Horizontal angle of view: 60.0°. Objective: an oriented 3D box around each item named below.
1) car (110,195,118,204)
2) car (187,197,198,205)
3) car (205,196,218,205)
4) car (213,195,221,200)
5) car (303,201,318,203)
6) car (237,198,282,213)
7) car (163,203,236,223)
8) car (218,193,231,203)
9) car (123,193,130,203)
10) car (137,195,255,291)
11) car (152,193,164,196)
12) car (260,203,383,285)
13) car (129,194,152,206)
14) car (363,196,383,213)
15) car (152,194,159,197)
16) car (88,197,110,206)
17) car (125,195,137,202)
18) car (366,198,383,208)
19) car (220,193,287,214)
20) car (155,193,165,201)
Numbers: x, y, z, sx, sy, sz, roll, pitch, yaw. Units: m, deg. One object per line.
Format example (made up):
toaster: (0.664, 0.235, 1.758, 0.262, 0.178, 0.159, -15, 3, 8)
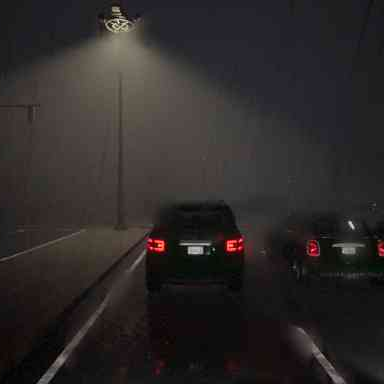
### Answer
car: (-15.108, 1.601, 62.040, 1.895, 1.301, 4.718, 0, 0, 0)
car: (0.043, 1.601, 58.067, 1.895, 1.301, 4.718, 0, 0, 0)
car: (3.548, 1.547, 60.334, 2.033, 1.411, 5.357, 0, 0, 0)
car: (7.164, 1.552, 95.117, 1.994, 1.385, 4.181, 0, 0, 1)
car: (11.389, 1.601, 33.173, 4.718, 1.301, 1.895, 0, 0, 7)
car: (7.843, 1.507, 38.766, 1.837, 1.490, 4.892, -6, 4, -44)
car: (0.510, 1.547, 25.123, 5.357, 1.411, 2.033, 0, 0, -4)
car: (6.950, 1.225, 71.236, 2.150, 2.045, 5.566, 0, 0, 0)
car: (-15.062, 1.225, 71.936, 2.150, 2.045, 5.566, 0, 0, 0)
car: (0.072, 1.221, 9.116, 2.150, 2.045, 5.566, 0, 0, 0)
car: (-8.063, 1.225, 73.498, 2.150, 2.045, 5.566, 0, 0, 0)
car: (3.571, 1.352, 9.684, 2.097, 1.767, 4.553, 0, 0, 0)
car: (-8.138, 1.491, 53.230, 2.128, 1.511, 4.902, 0, 0, 0)
car: (21.332, 1.353, 36.081, 4.553, 1.767, 2.097, 0, 0, 1)
car: (-8.108, 1.547, 62.977, 2.033, 1.411, 5.357, 0, 0, 1)
car: (-15.135, 1.564, 53.287, 1.994, 1.385, 4.181, 0, 0, 0)
car: (-15.061, 1.525, 82.036, 2.128, 1.511, 4.902, 0, 0, 0)
car: (7.070, 1.221, 8.809, 2.150, 2.045, 5.566, 0, 0, 0)
car: (5.558, 1.224, 29.083, 5.566, 2.045, 2.150, 0, 0, -2)
car: (-8.042, 1.210, 84.270, 2.150, 2.045, 5.566, 0, 0, 0)
